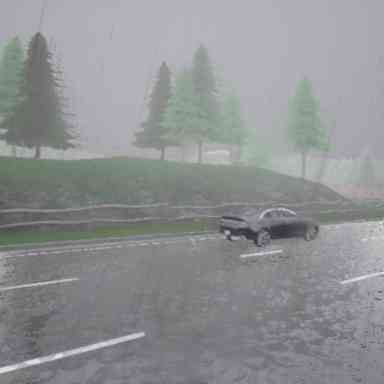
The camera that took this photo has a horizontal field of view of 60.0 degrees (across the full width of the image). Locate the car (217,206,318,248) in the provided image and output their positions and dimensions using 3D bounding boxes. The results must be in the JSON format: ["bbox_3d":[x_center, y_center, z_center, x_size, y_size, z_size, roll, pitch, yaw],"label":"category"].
[{"bbox_3d":[3.343,1.342,14.054,4.902,1.511,2.128,1,1,-35],"label":"car"}]
